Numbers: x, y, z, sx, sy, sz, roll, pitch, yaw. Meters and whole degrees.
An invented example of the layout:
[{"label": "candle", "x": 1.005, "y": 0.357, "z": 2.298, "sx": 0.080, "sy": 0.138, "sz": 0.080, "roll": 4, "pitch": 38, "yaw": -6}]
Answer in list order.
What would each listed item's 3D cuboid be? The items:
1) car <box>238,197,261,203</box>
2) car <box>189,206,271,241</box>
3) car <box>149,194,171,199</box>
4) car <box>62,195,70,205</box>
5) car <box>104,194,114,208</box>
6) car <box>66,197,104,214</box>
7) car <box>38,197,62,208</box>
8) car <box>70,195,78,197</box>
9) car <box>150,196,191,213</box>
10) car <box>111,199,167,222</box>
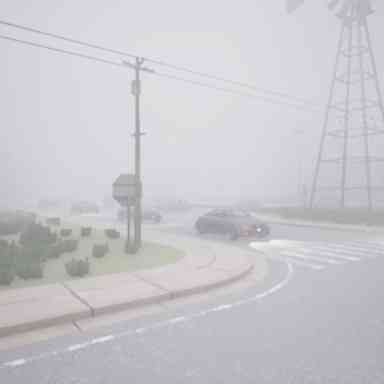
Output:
[{"label": "car", "x": 7.587, "y": 1.451, "z": 44.684, "sx": 3.905, "sy": 1.438, "sz": 1.784, "roll": 0, "pitch": 0, "yaw": -36}, {"label": "car", "x": 1.945, "y": 1.540, "z": 16.779, "sx": 1.994, "sy": 1.385, "sz": 4.181, "roll": 0, "pitch": 0, "yaw": -34}, {"label": "car", "x": -5.842, "y": 1.242, "z": 62.712, "sx": 4.605, "sy": 1.855, "sz": 1.932, "roll": 0, "pitch": 0, "yaw": -36}, {"label": "car", "x": -22.970, "y": 1.533, "z": 56.784, "sx": 1.994, "sy": 1.385, "sz": 4.181, "roll": 0, "pitch": 0, "yaw": -37}, {"label": "car", "x": -10.512, "y": 1.273, "z": 46.659, "sx": 3.866, "sy": 1.878, "sz": 1.905, "roll": 0, "pitch": 0, "yaw": -36}, {"label": "car", "x": -11.201, "y": 1.540, "z": 34.711, "sx": 1.994, "sy": 1.385, "sz": 4.181, "roll": 0, "pitch": 0, "yaw": -36}, {"label": "car", "x": -20.603, "y": 1.465, "z": 47.546, "sx": 1.882, "sy": 1.535, "sz": 5.008, "roll": 0, "pitch": 0, "yaw": -37}, {"label": "car", "x": -24.817, "y": 1.440, "z": 66.186, "sx": 4.611, "sy": 1.667, "sz": 2.242, "roll": 0, "pitch": 0, "yaw": -36}, {"label": "car", "x": -2.086, "y": 1.464, "z": 36.119, "sx": 4.193, "sy": 1.474, "sz": 1.816, "roll": 0, "pitch": 0, "yaw": -36}, {"label": "car", "x": -4.094, "y": 1.501, "z": 25.143, "sx": 1.812, "sy": 1.442, "sz": 4.674, "roll": 0, "pitch": 0, "yaw": -37}]
